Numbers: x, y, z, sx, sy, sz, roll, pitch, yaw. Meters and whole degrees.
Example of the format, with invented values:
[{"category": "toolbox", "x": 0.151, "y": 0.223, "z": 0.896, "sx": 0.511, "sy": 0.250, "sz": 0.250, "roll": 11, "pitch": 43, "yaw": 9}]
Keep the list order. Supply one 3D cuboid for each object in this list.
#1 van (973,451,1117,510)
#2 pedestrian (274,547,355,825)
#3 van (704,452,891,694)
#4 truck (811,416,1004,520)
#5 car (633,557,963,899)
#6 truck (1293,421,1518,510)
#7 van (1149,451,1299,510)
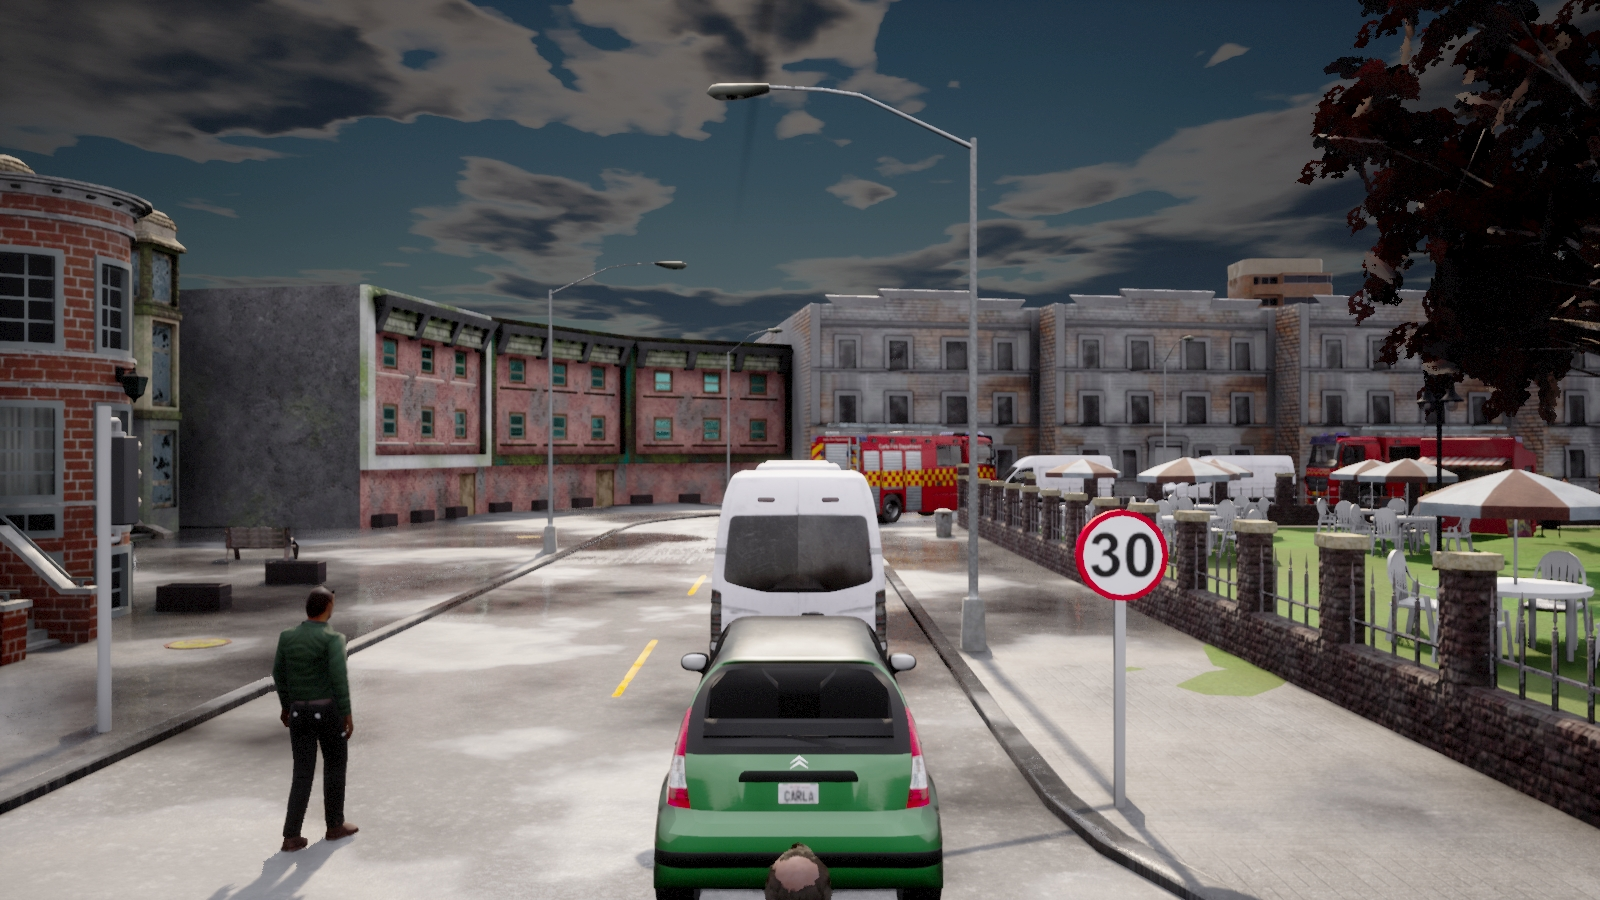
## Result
[{"category": "van", "x": 10.768, "y": 1.310, "z": 50.430, "sx": 5.915, "sy": 2.561, "sz": 1.988, "roll": 0, "pitch": 0, "yaw": 0}, {"category": "pedestrian", "x": -3.399, "y": 1.628, "z": 8.011, "sx": 0.375, "sy": 1.860, "sz": 0.375, "roll": 0, "pitch": 0, "yaw": 12}, {"category": "van", "x": -0.025, "y": 1.314, "z": 15.105, "sx": 1.988, "sy": 2.561, "sz": 5.915, "roll": 0, "pitch": 0, "yaw": 0}, {"category": "truck", "x": 4.502, "y": 0.668, "z": 46.247, "sx": 8.468, "sy": 3.827, "sz": 2.891, "roll": 0, "pitch": 0, "yaw": -43}, {"category": "car", "x": -0.015, "y": 1.779, "z": 8.404, "sx": 1.851, "sy": 1.617, "sz": 3.988, "roll": 0, "pitch": 0, "yaw": 0}, {"category": "truck", "x": 26.739, "y": 0.666, "z": 50.713, "sx": 8.468, "sy": 3.827, "sz": 2.891, "roll": 0, "pitch": 0, "yaw": 0}, {"category": "van", "x": 18.656, "y": 1.310, "z": 50.452, "sx": 5.915, "sy": 2.561, "sz": 1.988, "roll": 0, "pitch": 0, "yaw": 0}]
